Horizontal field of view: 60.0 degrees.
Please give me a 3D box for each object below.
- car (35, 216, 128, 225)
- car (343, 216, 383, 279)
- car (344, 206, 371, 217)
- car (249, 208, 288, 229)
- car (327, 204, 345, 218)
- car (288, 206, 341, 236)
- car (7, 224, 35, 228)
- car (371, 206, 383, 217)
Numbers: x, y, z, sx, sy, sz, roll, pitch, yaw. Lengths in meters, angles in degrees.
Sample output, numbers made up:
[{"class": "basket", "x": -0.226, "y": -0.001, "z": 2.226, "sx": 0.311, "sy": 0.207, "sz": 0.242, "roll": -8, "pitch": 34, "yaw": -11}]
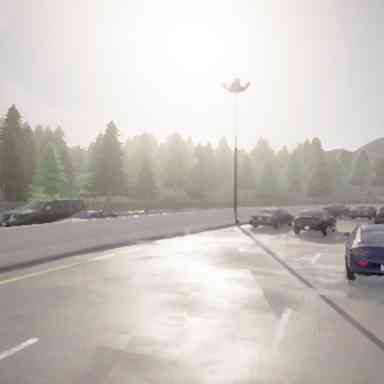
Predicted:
[{"class": "car", "x": -5.740, "y": 1.749, "z": 18.942, "sx": 2.033, "sy": 1.411, "sz": 5.357, "roll": 0, "pitch": -1, "yaw": 28}, {"class": "car", "x": 5.642, "y": 1.690, "z": 9.994, "sx": 1.812, "sy": 1.442, "sz": 4.674, "roll": 0, "pitch": -1, "yaw": 25}, {"class": "car", "x": 17.589, "y": 2.088, "z": 33.522, "sx": 2.033, "sy": 1.411, "sz": 5.357, "roll": 0, "pitch": -1, "yaw": 43}, {"class": "car", "x": 5.971, "y": 1.896, "z": 24.454, "sx": 2.033, "sy": 1.411, "sz": 5.357, "roll": 0, "pitch": -1, "yaw": 34}, {"class": "car", "x": 16.164, "y": 2.081, "z": 36.987, "sx": 1.837, "sy": 1.490, "sz": 4.892, "roll": 0, "pitch": -1, "yaw": 43}, {"class": "car", "x": 7.816, "y": 1.819, "z": 20.849, "sx": 1.837, "sy": 1.490, "sz": 4.892, "roll": 0, "pitch": -1, "yaw": 33}, {"class": "car", "x": -8.877, "y": 1.420, "z": 20.454, "sx": 2.150, "sy": 2.045, "sz": 5.566, "roll": 0, "pitch": -1, "yaw": 28}, {"class": "car", "x": 15.860, "y": 1.787, "z": 26.091, "sx": 2.097, "sy": 1.767, "sz": 4.553, "roll": 0, "pitch": -1, "yaw": 38}]
